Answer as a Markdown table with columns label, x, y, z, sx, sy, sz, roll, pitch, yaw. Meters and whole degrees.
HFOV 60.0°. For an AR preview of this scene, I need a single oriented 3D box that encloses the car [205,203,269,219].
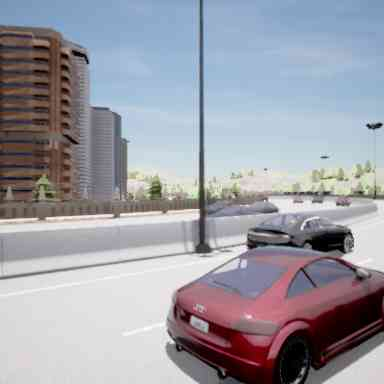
| label | x | y | z | sx | sy | sz | roll | pitch | yaw |
| --- | --- | --- | --- | --- | --- | --- | --- | --- | --- |
| car | 2.559 | 1.617 | 20.280 | 1.994 | 1.385 | 4.181 | 0 | 0 | 45 |

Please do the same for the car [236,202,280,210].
| label | x | y | z | sx | sy | sz | roll | pitch | yaw |
| --- | --- | --- | --- | --- | --- | --- | --- | --- | --- |
| car | 6.149 | 1.595 | 29.296 | 1.812 | 1.442 | 4.674 | 0 | 0 | 40 |

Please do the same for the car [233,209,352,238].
| label | x | y | z | sx | sy | sz | roll | pitch | yaw |
| --- | --- | --- | --- | --- | --- | --- | --- | --- | --- |
| car | 3.970 | 1.516 | 11.779 | 4.902 | 1.511 | 2.128 | 0 | 0 | -41 |

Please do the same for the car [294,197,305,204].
| label | x | y | z | sx | sy | sz | roll | pitch | yaw |
| --- | --- | --- | --- | --- | --- | --- | --- | --- | --- |
| car | 21.404 | 1.657 | 66.640 | 1.812 | 1.442 | 4.674 | 0 | 0 | 16 |

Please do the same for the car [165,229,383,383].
| label | x | y | z | sx | sy | sz | roll | pitch | yaw |
| --- | --- | --- | --- | --- | --- | --- | --- | --- | --- |
| car | 1.662 | 1.576 | 5.295 | 4.181 | 1.385 | 1.994 | 0 | 0 | -38 |

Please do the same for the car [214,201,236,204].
| label | x | y | z | sx | sy | sz | roll | pitch | yaw |
| --- | --- | --- | --- | --- | --- | --- | --- | --- | --- |
| car | 2.922 | 1.587 | 30.889 | 1.837 | 1.490 | 4.892 | 0 | 0 | 40 |

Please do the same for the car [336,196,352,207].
| label | x | y | z | sx | sy | sz | roll | pitch | yaw |
| --- | --- | --- | --- | --- | --- | --- | --- | --- | --- |
| car | 24.825 | 1.440 | 54.468 | 2.097 | 1.767 | 4.553 | 0 | 0 | 21 |

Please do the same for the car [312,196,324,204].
| label | x | y | z | sx | sy | sz | roll | pitch | yaw |
| --- | --- | --- | --- | --- | --- | --- | --- | --- | --- |
| car | 24.648 | 1.617 | 65.249 | 1.837 | 1.490 | 4.892 | 0 | 0 | 16 |
